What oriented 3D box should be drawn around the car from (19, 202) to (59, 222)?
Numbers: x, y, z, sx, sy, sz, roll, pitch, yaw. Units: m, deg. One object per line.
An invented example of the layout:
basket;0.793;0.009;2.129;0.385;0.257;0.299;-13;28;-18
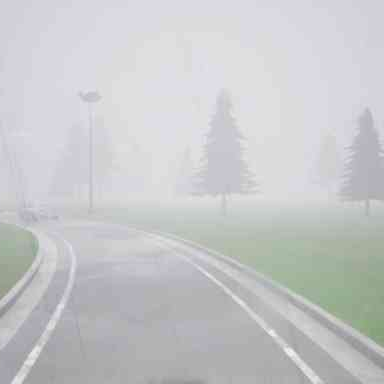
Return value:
car;-12.164;1.538;26.406;1.812;1.442;4.674;0;0;-44
